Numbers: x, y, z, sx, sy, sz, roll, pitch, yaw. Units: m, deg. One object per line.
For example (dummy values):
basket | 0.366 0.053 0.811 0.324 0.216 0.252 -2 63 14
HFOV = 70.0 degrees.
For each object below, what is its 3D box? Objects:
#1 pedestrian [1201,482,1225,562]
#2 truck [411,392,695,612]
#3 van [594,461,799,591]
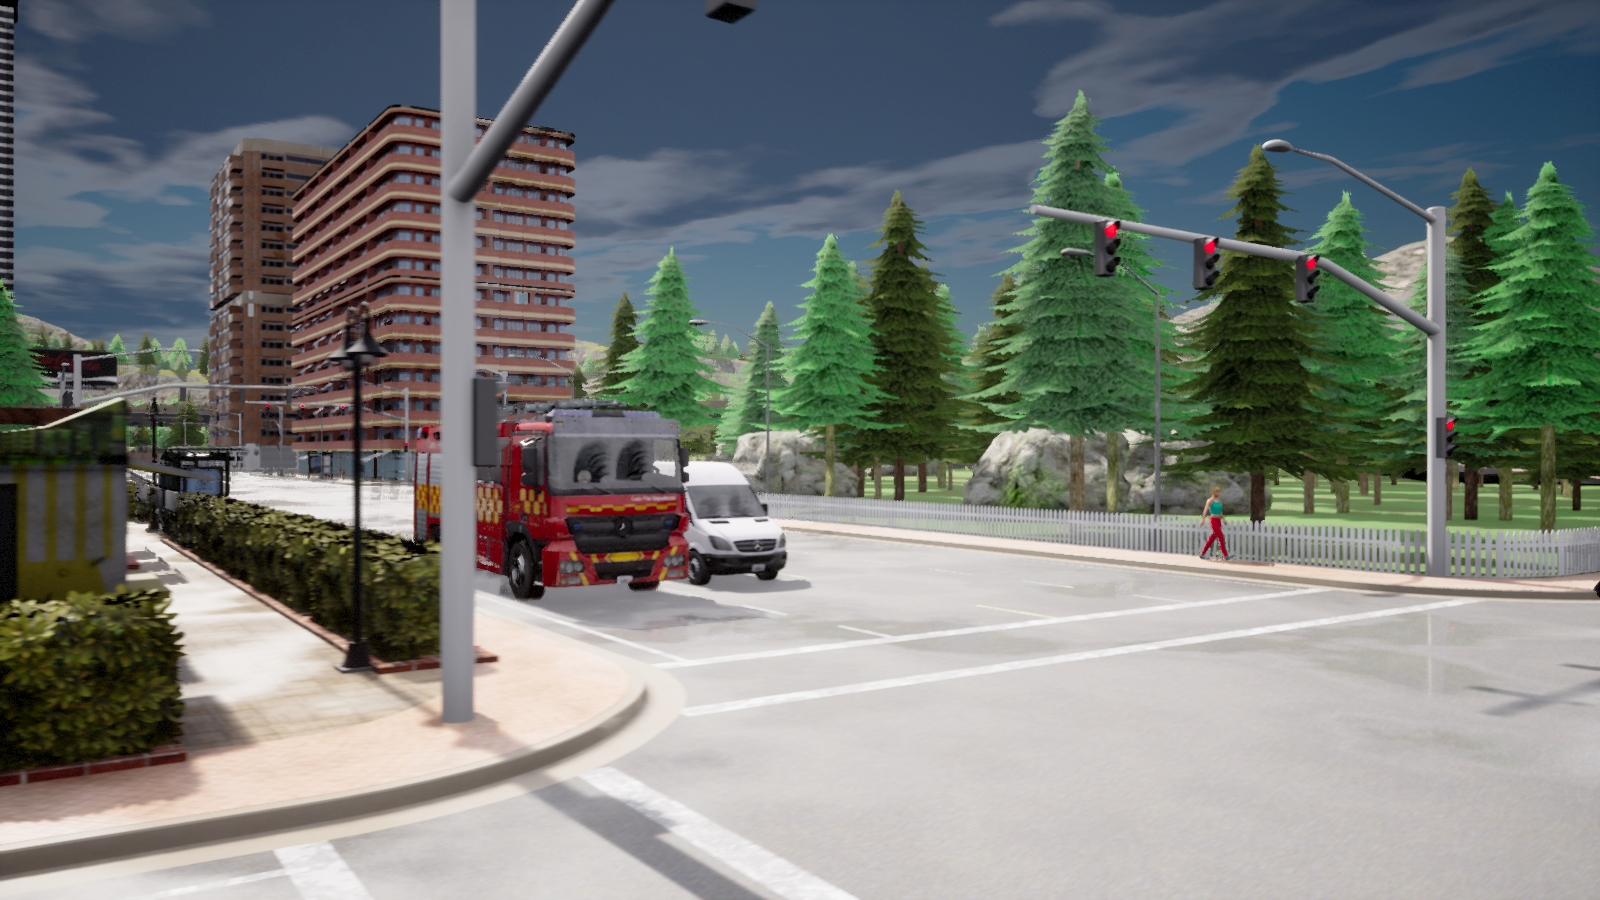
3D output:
pedestrian | 9.868 1.712 27.294 0.375 1.860 0.375 0 0 -34
truck | -5.558 0.901 24.175 2.891 3.827 8.468 0 0 -34
van | -2.521 1.547 25.934 1.988 2.561 5.915 0 0 -35
